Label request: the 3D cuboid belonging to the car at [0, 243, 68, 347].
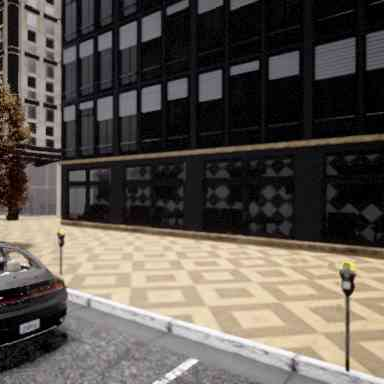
[{"bbox_3d":[-3.916,1.537,5.663,4.403,1.369,2.008,0,0,35],"label":"car"}]
